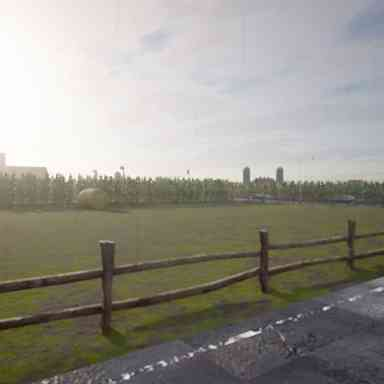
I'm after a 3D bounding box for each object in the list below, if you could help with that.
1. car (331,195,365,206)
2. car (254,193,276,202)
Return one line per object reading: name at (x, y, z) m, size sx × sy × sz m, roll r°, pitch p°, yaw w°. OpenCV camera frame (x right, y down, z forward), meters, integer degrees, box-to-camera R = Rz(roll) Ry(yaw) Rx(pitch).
car at (24.025, 1.308, 51.360) m, size 1.837 × 1.490 × 4.892 m, roll -1°, pitch 1°, yaw -34°
car at (14.367, 1.053, 65.535) m, size 2.128 × 1.511 × 4.902 m, roll -1°, pitch 1°, yaw -34°
